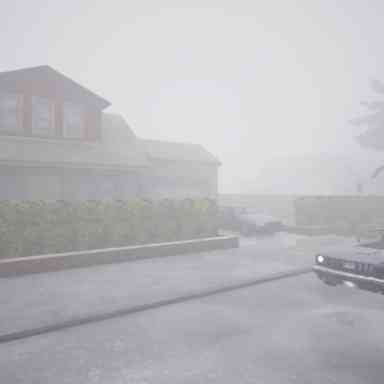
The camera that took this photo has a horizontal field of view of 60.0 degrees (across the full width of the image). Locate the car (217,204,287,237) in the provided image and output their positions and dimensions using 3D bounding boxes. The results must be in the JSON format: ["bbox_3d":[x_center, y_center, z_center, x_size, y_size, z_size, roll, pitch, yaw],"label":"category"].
[{"bbox_3d":[2.235,1.356,16.975,2.033,1.415,5.357,0,0,-33],"label":"car"}]

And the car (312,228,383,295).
[{"bbox_3d":[5.081,1.601,8.168,4.718,1.301,1.895,0,0,-35],"label":"car"}]
